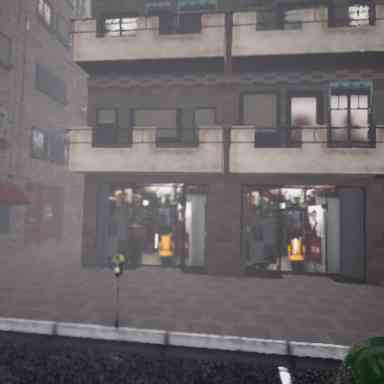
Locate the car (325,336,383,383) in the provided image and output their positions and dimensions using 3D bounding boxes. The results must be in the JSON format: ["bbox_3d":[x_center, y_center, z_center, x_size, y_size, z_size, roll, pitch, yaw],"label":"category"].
[{"bbox_3d":[3.570,1.455,1.587,5.566,2.045,2.150,2,-3,7],"label":"car"}]
